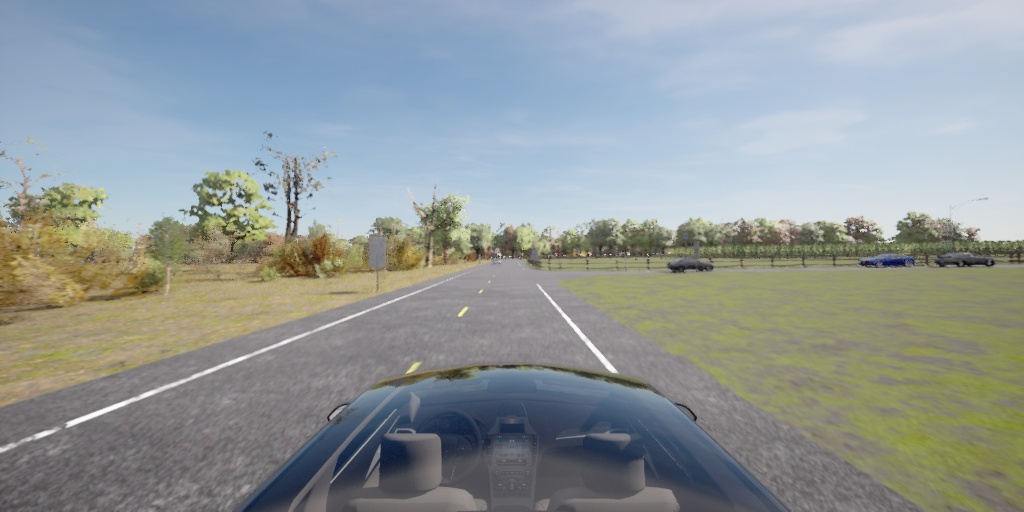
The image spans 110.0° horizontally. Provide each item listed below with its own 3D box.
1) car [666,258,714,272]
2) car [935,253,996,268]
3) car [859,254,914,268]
[{"bbox_3d":[18.342,0.909,37.041,4.674,1.442,1.812,-1,-1,0],"label":"car"},{"bbox_3d":[46.999,0.409,37.183,4.902,1.511,2.128,-1,-1,0],"label":"car"},{"bbox_3d":[41.699,0.512,40.004,5.008,1.535,1.882,-1,-1,0],"label":"car"}]
